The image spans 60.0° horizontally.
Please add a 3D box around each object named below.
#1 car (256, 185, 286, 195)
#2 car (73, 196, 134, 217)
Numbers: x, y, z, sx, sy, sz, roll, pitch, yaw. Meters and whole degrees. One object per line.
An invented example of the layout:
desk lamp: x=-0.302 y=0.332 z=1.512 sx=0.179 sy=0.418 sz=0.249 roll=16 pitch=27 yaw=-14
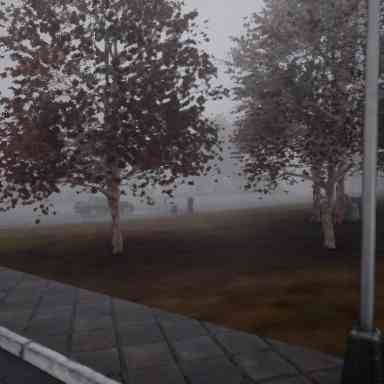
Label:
car: x=12.213 y=-0.322 z=51.460 sx=4.892 sy=1.490 sz=1.837 roll=-3 pitch=2 yaw=-25
car: x=-7.062 y=1.108 z=27.046 sx=4.892 sy=1.490 sz=1.837 roll=-2 pitch=2 yaw=-38
